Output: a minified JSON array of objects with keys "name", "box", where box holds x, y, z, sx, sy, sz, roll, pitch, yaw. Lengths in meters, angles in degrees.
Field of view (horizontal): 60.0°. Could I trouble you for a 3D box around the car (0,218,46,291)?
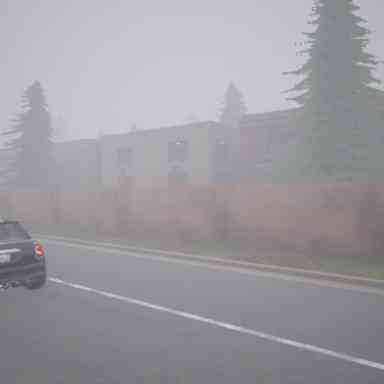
[{"name":"car","box":[-5.534,1.367,7.937,4.553,1.767,2.097,0,0,35]}]
